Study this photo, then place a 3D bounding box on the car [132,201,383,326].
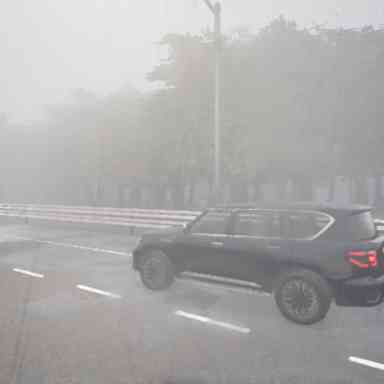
[{"bbox_3d":[1.180,1.224,7.326,5.566,2.045,2.150,0,0,36],"label":"car"}]
